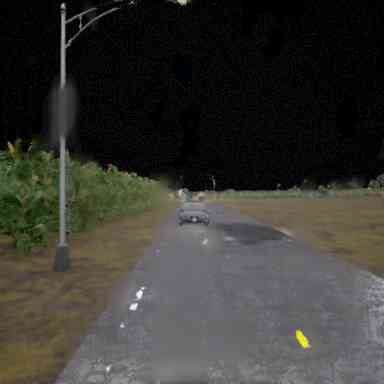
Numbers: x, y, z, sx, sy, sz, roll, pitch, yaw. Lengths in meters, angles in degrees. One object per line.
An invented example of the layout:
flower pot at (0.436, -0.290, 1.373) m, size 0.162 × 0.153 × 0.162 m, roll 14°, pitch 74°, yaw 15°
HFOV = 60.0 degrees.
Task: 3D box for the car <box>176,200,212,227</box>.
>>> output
car at (0.111, 1.325, 21.357) m, size 1.837 × 1.490 × 4.892 m, roll 0°, pitch 0°, yaw -1°
